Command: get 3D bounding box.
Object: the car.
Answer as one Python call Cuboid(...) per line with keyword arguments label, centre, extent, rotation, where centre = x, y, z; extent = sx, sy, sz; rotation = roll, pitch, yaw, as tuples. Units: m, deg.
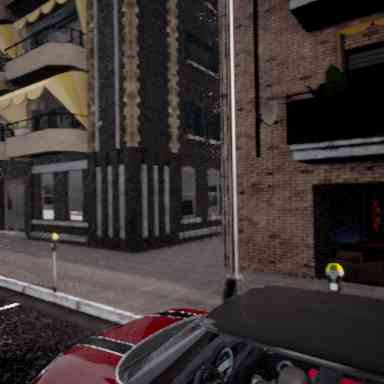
Cuboid(label="car", centre=(0.571, 1.448, 2.326), extent=(4.097, 1.590, 1.967), rotation=(-1, -1, 36))
